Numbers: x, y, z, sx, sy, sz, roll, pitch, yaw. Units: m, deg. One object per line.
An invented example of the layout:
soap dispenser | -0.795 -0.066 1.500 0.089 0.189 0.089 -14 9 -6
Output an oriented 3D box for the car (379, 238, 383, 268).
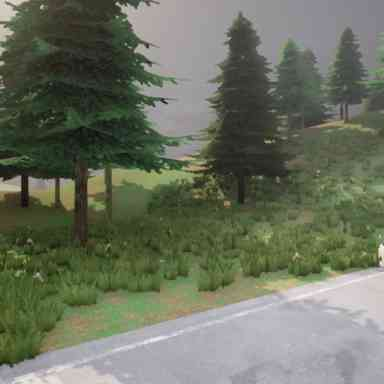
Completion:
car | 7.450 1.221 8.826 5.566 2.045 2.150 0 -1 -29
